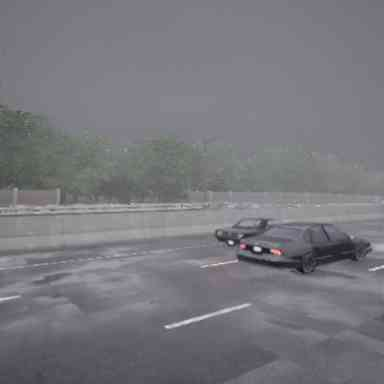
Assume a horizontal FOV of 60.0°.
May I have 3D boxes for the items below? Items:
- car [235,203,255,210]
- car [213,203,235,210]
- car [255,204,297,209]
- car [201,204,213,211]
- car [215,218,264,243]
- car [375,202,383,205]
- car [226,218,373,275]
[{"bbox_3d":[7.175,1.993,35.661,4.674,1.442,1.812,0,-1,-37],"label":"car"},{"bbox_3d":[5.074,2.033,38.459,4.674,1.442,1.812,0,-1,-37],"label":"car"},{"bbox_3d":[8.995,1.973,32.654,5.357,1.411,2.033,0,-1,-37],"label":"car"},{"bbox_3d":[3.087,2.113,41.341,4.181,1.385,1.994,0,-1,-37],"label":"car"},{"bbox_3d":[3.381,1.808,15.042,4.718,1.301,1.895,0,-1,-37],"label":"car"},{"bbox_3d":[39.177,2.753,68.384,4.892,1.490,1.837,2,-2,-37],"label":"car"},{"bbox_3d":[3.882,1.702,11.039,5.357,1.411,2.033,0,-1,-37],"label":"car"}]
